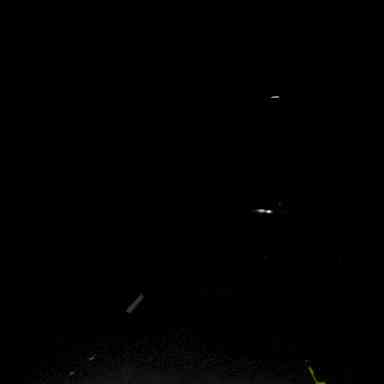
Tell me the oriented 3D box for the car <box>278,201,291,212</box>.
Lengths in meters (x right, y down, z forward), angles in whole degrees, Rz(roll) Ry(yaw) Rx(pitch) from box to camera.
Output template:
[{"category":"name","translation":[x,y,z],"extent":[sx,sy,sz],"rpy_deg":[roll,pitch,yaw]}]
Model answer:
[{"category":"car","translation":[15.239,2.431,54.894],"extent":[1.882,1.535,5.008],"rpy_deg":[3,0,15]}]

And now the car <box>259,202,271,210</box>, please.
[{"category":"car","translation":[12.666,2.369,57.398],"extent":[2.033,1.411,5.357],"rpy_deg":[3,0,16]}]

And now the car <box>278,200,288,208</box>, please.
[{"category":"car","translation":[19.488,2.614,71.333],"extent":[1.837,1.490,4.892],"rpy_deg":[3,0,15]}]
